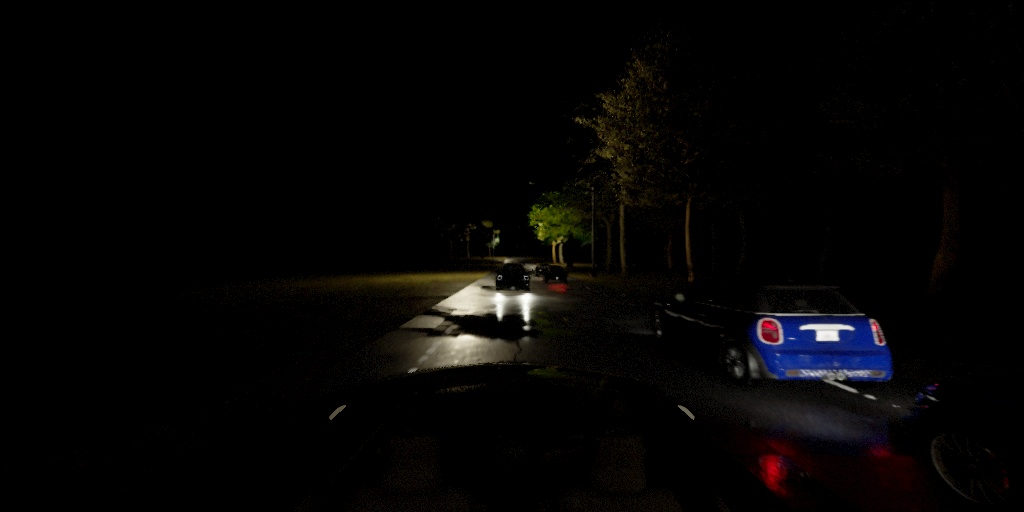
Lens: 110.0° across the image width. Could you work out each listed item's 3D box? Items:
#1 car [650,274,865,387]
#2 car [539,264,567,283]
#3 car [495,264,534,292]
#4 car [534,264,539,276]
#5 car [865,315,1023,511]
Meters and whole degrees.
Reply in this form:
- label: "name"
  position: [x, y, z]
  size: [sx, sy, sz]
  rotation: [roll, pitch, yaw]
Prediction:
- label: "car"
  position: [4.558, 1.184, 7.300]
  size: [2.097, 1.767, 4.553]
  rotation: [0, -1, 0]
- label: "car"
  position: [3.648, 1.544, 31.262]
  size: [1.837, 1.490, 4.892]
  rotation: [0, 0, 1]
- label: "car"
  position: [0.069, 1.297, 23.050]
  size: [2.097, 1.767, 4.553]
  rotation: [0, 0, 0]
- label: "car"
  position: [3.659, 1.624, 42.764]
  size: [1.837, 1.490, 4.892]
  rotation: [0, 0, 1]
- label: "car"
  position: [4.535, 1.306, 1.327]
  size: [1.812, 1.442, 4.674]
  rotation: [0, 0, 0]
